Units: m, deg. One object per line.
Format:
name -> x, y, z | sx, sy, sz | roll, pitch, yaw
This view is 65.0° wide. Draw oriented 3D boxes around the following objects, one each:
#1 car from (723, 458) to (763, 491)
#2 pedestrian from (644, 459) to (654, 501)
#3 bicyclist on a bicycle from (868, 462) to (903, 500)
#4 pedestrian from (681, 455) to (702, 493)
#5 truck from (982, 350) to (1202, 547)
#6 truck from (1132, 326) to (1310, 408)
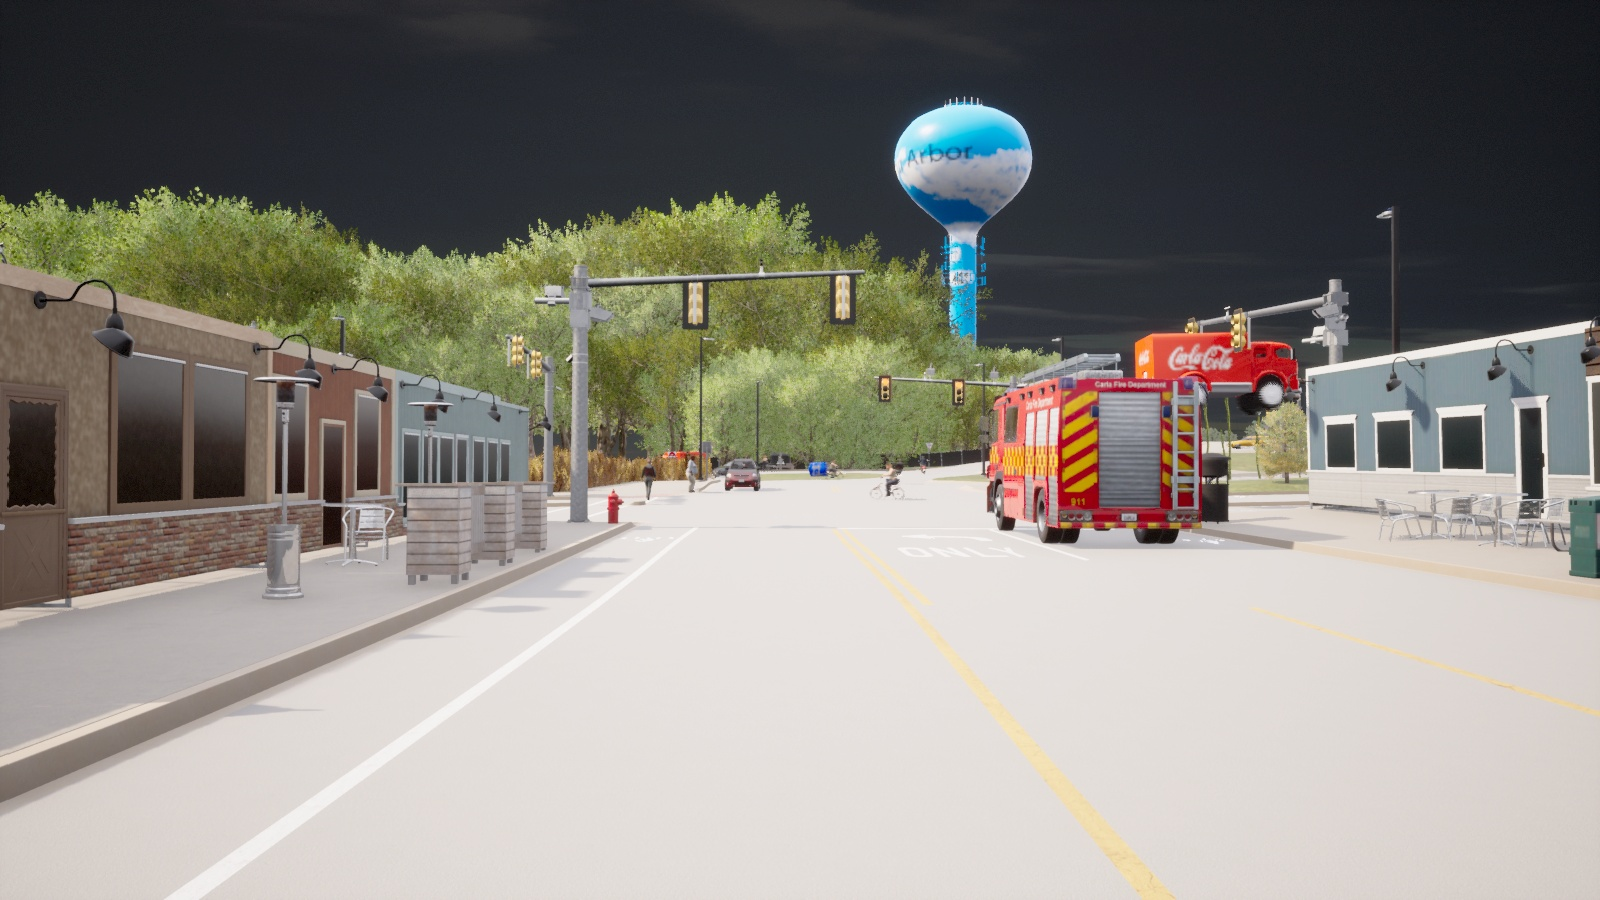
car -> -2.920, 1.248, 64.968 | 1.851, 1.617, 3.988 | 0, 1, 0
pedestrian -> -6.632, 1.321, 55.177 | 0.376, 1.854, 0.720 | 0, -1, -1
bicyclist on a bicycle -> 3.708, 1.331, 54.514 | 1.509, 1.612, 0.866 | 0, 0, 4
pedestrian -> -5.300, 1.194, 61.478 | 0.900, 1.855, 0.874 | 0, -1, 2
truck -> 6.313, 0.008, 28.718 | 2.891, 3.827, 8.468 | 0, -1, -1
truck -> 14.482, -2.842, 43.501 | 5.204, 2.467, 2.627 | -1, -3, 0
